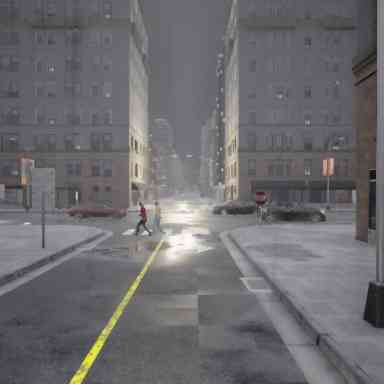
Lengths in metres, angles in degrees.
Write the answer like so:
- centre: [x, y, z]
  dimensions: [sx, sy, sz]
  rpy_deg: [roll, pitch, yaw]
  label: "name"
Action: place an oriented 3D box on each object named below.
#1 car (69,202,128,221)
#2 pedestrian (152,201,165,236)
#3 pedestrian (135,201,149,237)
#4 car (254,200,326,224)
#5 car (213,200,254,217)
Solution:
- centre: [-7.606, 1.538, 27.131]
  dimensions: [4.674, 1.442, 1.812]
  rpy_deg: [0, 0, 0]
  label: "car"
- centre: [-1.717, 1.294, 17.197]
  dimensions: [0.375, 1.860, 0.375]
  rpy_deg: [0, 0, 0]
  label: "pedestrian"
- centre: [-2.506, 1.294, 16.597]
  dimensions: [0.375, 1.860, 0.375]
  rpy_deg: [0, 0, 0]
  label: "pedestrian"
- centre: [7.138, 1.347, 23.877]
  dimensions: [4.553, 1.767, 2.097]
  rpy_deg: [0, 0, 0]
  label: "car"
- centre: [4.444, 1.470, 30.580]
  dimensions: [5.008, 1.535, 1.882]
  rpy_deg: [0, 0, 0]
  label: "car"
